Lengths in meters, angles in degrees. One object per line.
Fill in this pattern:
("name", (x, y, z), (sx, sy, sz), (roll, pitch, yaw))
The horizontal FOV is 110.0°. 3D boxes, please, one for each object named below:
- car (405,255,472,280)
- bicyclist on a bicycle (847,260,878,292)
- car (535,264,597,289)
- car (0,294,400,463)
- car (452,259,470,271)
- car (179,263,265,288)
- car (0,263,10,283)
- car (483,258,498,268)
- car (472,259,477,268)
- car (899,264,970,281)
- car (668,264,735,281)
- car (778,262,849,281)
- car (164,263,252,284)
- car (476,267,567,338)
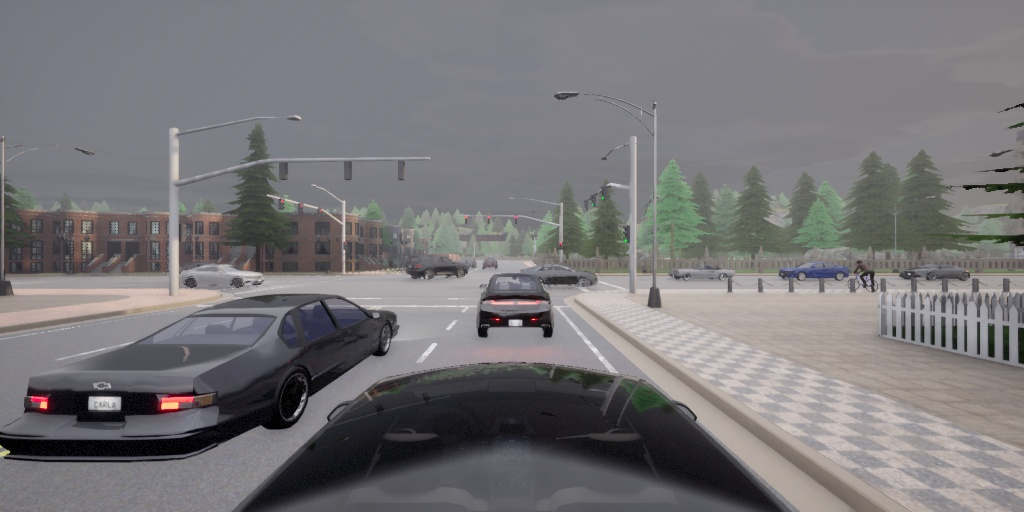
("car", (-6.513, 0.971, 31.172), (2.150, 2.045, 5.566), (1, 1, 43))
("bicyclist on a bicycle", (18.260, 1.052, 18.693), (0.582, 1.620, 1.656), (0, 0, 0))
("car", (2.862, 1.241, 22.555), (4.902, 1.511, 2.128), (0, 0, 1))
("car", (-3.434, 1.297, 5.552), (2.033, 1.411, 5.357), (0, 0, 1))
("car", (-7.063, 1.255, 49.960), (1.837, 1.490, 4.892), (0, 0, 0))
("car", (-18.498, 1.276, 22.942), (4.674, 1.442, 1.812), (0, 0, -1))
("car", (-39.486, 1.276, 25.305), (4.674, 1.442, 1.812), (0, 0, -12))
("car", (-3.365, 1.102, 56.282), (2.097, 1.767, 4.553), (0, 0, 0))
("car", (-7.021, 1.255, 59.944), (1.837, 1.490, 4.892), (0, 0, 0))
("car", (34.847, 1.314, 29.636), (4.181, 1.385, 1.994), (0, 0, 1))
("car", (15.581, 1.351, 29.681), (4.718, 1.301, 1.895), (0, 0, 0))
("car", (24.872, 1.228, 29.664), (5.008, 1.535, 1.882), (0, 0, 0))
("car", (-22.236, 1.255, 26.385), (4.892, 1.490, 1.837), (0, 0, -1))
("car", (0.087, 1.242, 10.217), (2.128, 1.511, 4.902), (0, 0, 0))
